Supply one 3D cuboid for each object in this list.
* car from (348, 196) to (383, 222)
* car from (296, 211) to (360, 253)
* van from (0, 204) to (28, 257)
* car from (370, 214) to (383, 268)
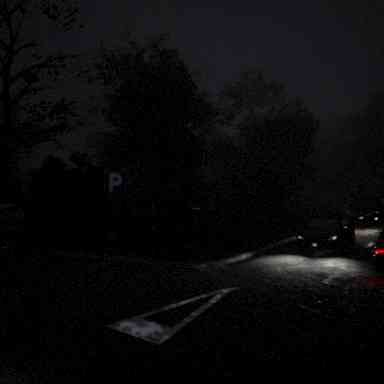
[{"bbox_3d":[13.557,1.387,25.589,2.150,2.045,5.566,-3,0,38],"label":"car"},{"bbox_3d":[6.413,1.882,15.726,1.812,1.442,4.674,-3,-1,35],"label":"car"},{"bbox_3d":[-8.230,1.422,11.551,1.878,1.987,4.442,-1,-1,35],"label":"van"},{"bbox_3d":[7.544,1.782,11.700,2.033,1.411,5.357,-3,-1,34],"label":"car"}]
